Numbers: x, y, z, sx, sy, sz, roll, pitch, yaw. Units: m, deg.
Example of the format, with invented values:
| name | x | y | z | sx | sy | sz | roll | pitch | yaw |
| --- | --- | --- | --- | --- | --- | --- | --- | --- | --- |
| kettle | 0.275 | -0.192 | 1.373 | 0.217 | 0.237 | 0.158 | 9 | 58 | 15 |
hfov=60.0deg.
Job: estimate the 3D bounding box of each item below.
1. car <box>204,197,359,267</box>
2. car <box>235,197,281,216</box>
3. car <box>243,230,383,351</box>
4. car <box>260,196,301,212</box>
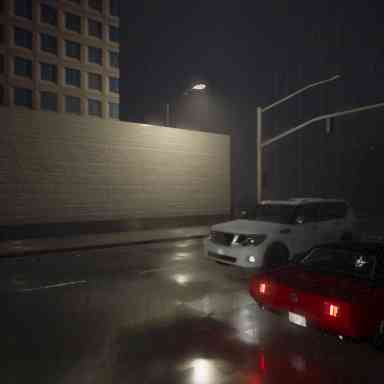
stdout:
| name | x | y | z | sx | sy | sz | roll | pitch | yaw |
| --- | --- | --- | --- | --- | --- | --- | --- | --- | --- |
| car | 3.005 | 1.222 | 10.414 | 5.566 | 2.045 | 2.150 | 0 | 0 | -35 |
| car | 6.800 | 1.407 | 34.659 | 2.097 | 1.767 | 4.553 | 0 | 0 | -35 |
| car | 3.389 | 1.601 | 6.200 | 4.718 | 1.301 | 1.895 | 0 | 0 | -35 |
| car | 10.937 | 1.407 | 41.476 | 2.097 | 1.767 | 4.553 | 0 | 0 | -37 |
